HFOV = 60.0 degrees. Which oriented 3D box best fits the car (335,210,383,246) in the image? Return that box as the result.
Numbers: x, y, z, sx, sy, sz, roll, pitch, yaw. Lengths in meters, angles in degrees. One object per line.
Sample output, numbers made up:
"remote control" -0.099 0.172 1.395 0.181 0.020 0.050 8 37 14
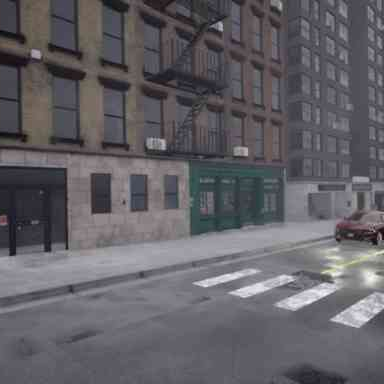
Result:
"car" 8.883 1.682 16.602 5.008 1.535 1.882 1 -1 -44
